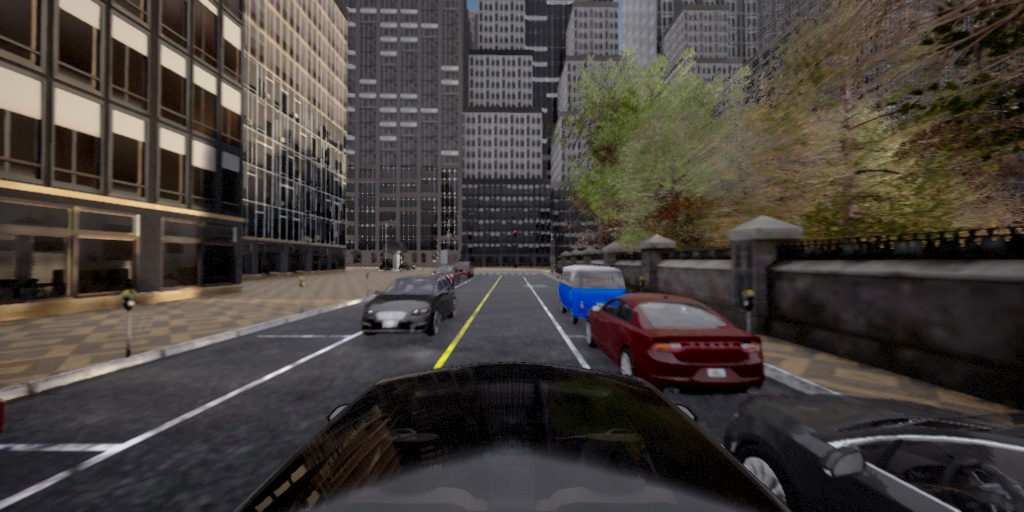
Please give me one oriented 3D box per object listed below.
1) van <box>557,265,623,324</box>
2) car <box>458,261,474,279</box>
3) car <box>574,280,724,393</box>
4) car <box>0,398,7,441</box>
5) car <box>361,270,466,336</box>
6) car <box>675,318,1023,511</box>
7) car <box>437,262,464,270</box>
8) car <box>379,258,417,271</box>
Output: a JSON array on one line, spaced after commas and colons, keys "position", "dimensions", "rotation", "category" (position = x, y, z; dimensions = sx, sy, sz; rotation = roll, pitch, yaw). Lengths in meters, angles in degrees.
[{"position": [2.564, 1.215, 12.267], "dimensions": [1.690, 1.789, 3.998], "rotation": [0, 0, 0], "category": "van"}, {"position": [-5.387, 1.509, 39.989], "dimensions": [2.192, 1.841, 5.009], "rotation": [0, 0, 0], "category": "car"}, {"position": [2.564, 1.354, 6.722], "dimensions": [1.888, 1.381, 4.507], "rotation": [0, 0, 0], "category": "car"}, {"position": [-5.315, 1.289, 1.179], "dimensions": [1.888, 1.381, 4.507], "rotation": [0, 0, 0], "category": "car"}, {"position": [-2.851, 1.350, 10.850], "dimensions": [2.128, 1.511, 4.902], "rotation": [0, -1, 0], "category": "car"}, {"position": [2.565, 1.294, 1.176], "dimensions": [2.007, 1.370, 4.403], "rotation": [0, 0, 0], "category": "car"}, {"position": [-5.317, 1.508, 28.903], "dimensions": [1.967, 1.591, 4.097], "rotation": [0, 0, 0], "category": "car"}, {"position": [-17.862, 1.485, 56.294], "dimensions": [5.566, 2.045, 2.150], "rotation": [3, -1, -1], "category": "car"}]
